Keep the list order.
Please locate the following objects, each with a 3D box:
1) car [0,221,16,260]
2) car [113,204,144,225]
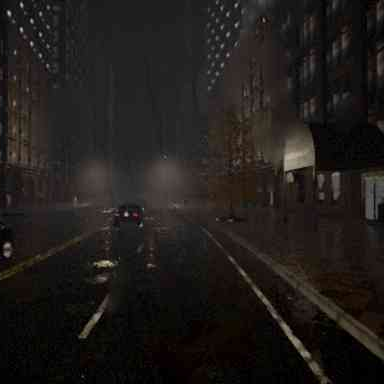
[{"bbox_3d":[-6.893,1.507,9.523,1.837,1.490,4.892,0,0,-3],"label":"car"},{"bbox_3d":[-4.562,1.546,24.271,2.033,1.411,5.357,0,0,-6],"label":"car"}]
